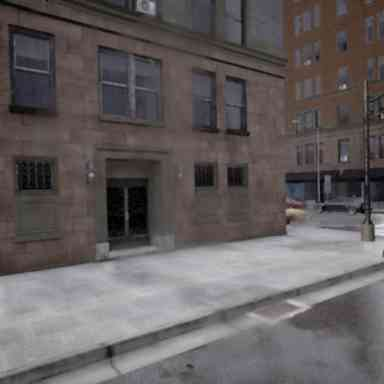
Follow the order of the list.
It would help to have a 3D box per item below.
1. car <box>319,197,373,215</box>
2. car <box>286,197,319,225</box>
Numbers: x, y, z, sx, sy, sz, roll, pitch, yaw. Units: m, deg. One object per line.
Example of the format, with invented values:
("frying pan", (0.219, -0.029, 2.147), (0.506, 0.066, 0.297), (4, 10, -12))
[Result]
("car", (11.650, 1.024, 25.823), (1.947, 1.339, 4.313), (-2, 1, -36))
("car", (5.219, 1.197, 21.022), (1.752, 1.417, 4.829), (-2, 1, -36))
